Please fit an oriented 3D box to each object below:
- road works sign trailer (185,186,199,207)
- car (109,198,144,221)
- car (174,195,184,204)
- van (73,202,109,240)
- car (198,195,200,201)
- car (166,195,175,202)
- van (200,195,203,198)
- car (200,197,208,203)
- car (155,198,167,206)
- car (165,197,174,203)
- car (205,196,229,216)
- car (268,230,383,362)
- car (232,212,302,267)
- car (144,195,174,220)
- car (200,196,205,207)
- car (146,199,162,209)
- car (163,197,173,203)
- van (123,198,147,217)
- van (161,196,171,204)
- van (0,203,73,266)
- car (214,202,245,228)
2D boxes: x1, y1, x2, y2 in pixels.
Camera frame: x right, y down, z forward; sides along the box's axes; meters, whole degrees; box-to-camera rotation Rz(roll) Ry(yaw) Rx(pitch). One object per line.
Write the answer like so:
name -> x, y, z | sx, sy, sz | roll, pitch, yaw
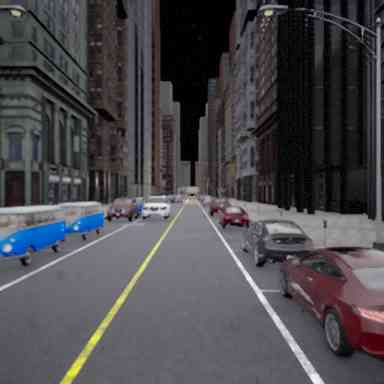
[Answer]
road works sign trailer -> 0.033, 0.734, 58.493 | 2.380, 3.560, 2.880 | 0, 0, 0
car -> -5.749, 1.438, 28.344 | 2.192, 1.841, 5.009 | 0, 0, 0
car -> -2.960, 1.881, 69.787 | 1.994, 1.385, 4.181 | 0, 0, 0
van -> -5.755, 1.414, 17.072 | 1.690, 1.788, 3.998 | 0, 0, 0
car -> 2.802, 1.788, 73.444 | 1.967, 1.590, 4.097 | 0, 0, 0
car -> -5.714, 1.753, 90.347 | 2.192, 1.841, 5.009 | 0, 0, 0
van -> 2.795, 1.630, 62.171 | 1.690, 1.788, 3.998 | 0, 0, 0
car -> 2.805, 1.904, 79.250 | 1.752, 1.417, 4.829 | 0, 0, 0
car -> -5.729, 1.856, 62.163 | 1.947, 1.339, 4.313 | 0, 0, 0
car -> -5.717, 1.974, 84.709 | 1.947, 1.339, 4.313 | 0, 0, 0
car -> 2.779, 1.464, 33.991 | 2.192, 1.841, 5.009 | 0, 0, 0
car -> 2.764, 1.606, 5.809 | 1.802, 1.307, 4.206 | 0, 0, 0
car -> 2.768, 1.599, 11.445 | 2.008, 1.369, 4.403 | 0, 0, 0
car -> -3.080, 1.353, 29.790 | 2.150, 2.045, 5.566 | 0, -1, 0
car -> 2.792, 1.786, 56.705 | 1.752, 1.417, 4.829 | 0, 0, 0
car -> -5.736, 1.776, 50.890 | 1.887, 1.381, 4.507 | 0, 0, 0
car -> -5.720, 1.944, 79.073 | 1.947, 1.339, 4.313 | 0, 0, 0
van -> -5.745, 1.490, 33.980 | 1.690, 1.788, 3.998 | 0, 0, 0
van -> -5.724, 1.690, 73.437 | 1.690, 1.788, 3.998 | 0, 0, 0
van -> -5.758, 1.390, 11.435 | 1.690, 1.788, 3.998 | 0, 0, 0
car -> 2.774, 1.642, 22.717 | 1.887, 1.381, 4.507 | 0, 0, 0
